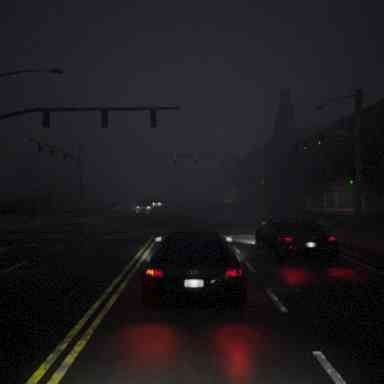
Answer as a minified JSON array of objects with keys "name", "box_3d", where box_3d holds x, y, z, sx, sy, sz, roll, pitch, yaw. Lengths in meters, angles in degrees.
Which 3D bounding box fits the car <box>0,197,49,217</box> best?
[{"name":"car","box_3d":[-16.054,1.445,29.943,4.902,1.511,2.128,0,0,2]}]

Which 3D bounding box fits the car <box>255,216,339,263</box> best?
[{"name":"car","box_3d":[3.544,1.545,11.953,1.994,1.385,4.181,0,0,0]}]

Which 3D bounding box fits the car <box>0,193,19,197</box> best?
[{"name":"car","box_3d":[-39.101,1.044,69.940,4.605,1.855,1.932,0,0,0]}]

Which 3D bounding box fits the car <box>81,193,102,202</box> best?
[{"name":"car","box_3d":[-21.581,1.047,69.985,3.866,1.878,1.905,0,0,0]}]

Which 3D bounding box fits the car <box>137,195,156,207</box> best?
[{"name":"car","box_3d":[-7.260,1.398,51.231,1.882,1.535,5.008,0,0,1]}]

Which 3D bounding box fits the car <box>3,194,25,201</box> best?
[{"name":"car","box_3d":[-39.041,1.250,72.837,3.905,1.438,1.784,0,0,0]}]

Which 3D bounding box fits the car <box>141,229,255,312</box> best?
[{"name":"car","box_3d":[0.043,1.552,7.773,1.994,1.385,4.181,0,0,0]}]

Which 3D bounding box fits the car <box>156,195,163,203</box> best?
[{"name":"car","box_3d":[-6.847,1.388,66.748,2.128,1.511,4.902,0,0,2]}]

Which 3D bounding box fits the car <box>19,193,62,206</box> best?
[{"name":"car","box_3d":[-21.566,1.079,47.467,4.605,1.855,1.932,0,0,0]}]
